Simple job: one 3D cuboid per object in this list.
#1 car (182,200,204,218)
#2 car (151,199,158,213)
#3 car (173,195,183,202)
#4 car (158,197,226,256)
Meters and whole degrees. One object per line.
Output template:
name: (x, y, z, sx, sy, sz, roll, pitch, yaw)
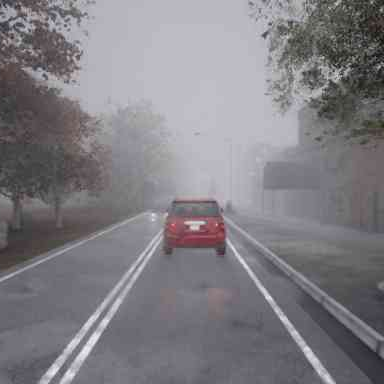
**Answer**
car: (0.091, 1.514, 30.444, 1.812, 1.442, 4.674, 0, 0, 0)
car: (-3.349, 1.491, 36.793, 1.837, 1.490, 4.892, 0, 0, 0)
car: (-3.266, 1.453, 77.840, 2.128, 1.511, 4.902, 0, 0, 0)
car: (0.093, 1.217, 13.236, 2.150, 2.045, 5.566, 0, 0, 0)
